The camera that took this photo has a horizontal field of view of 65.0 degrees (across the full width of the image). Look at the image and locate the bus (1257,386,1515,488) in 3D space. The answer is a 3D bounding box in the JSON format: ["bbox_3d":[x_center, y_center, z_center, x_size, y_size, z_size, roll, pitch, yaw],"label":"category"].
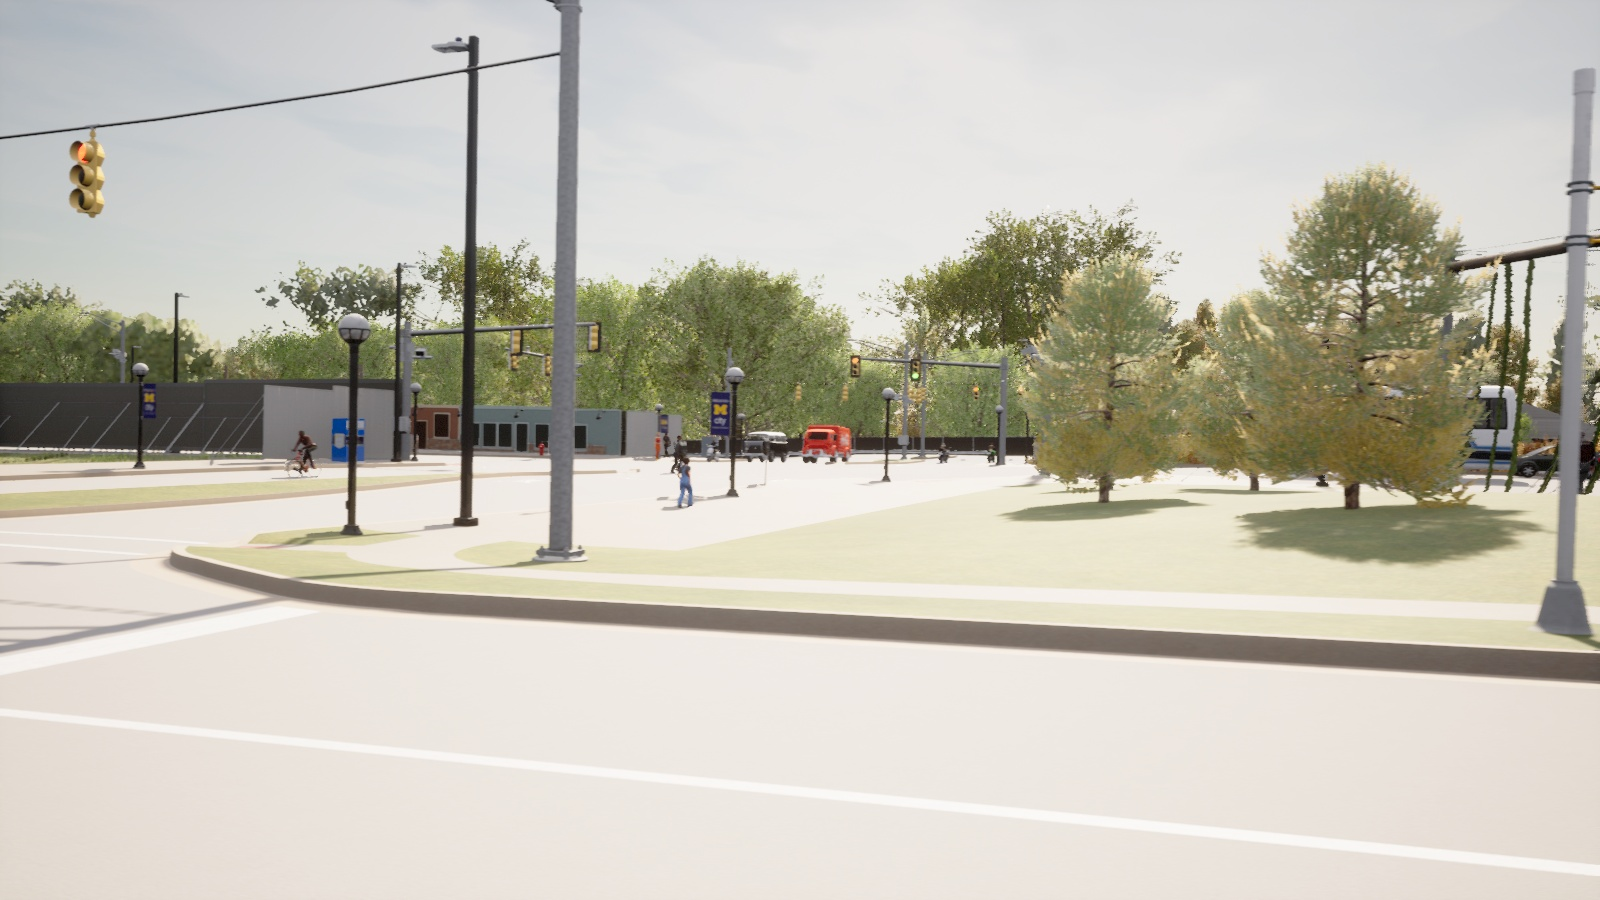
[{"bbox_3d":[26.736,-0.700,58.079,10.273,4.253,3.944,2,2,19],"label":"bus"}]

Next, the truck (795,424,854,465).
[{"bbox_3d":[1.656,-0.329,82.065,2.627,2.467,5.204,2,-1,15],"label":"truck"}]

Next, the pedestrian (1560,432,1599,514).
[{"bbox_3d":[18.076,0.525,29.083,0.376,1.854,0.720,2,1,-5],"label":"pedestrian"}]

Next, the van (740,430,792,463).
[{"bbox_3d":[-2.192,-0.204,82.434,2.069,2.038,4.480,1,-1,18],"label":"van"}]

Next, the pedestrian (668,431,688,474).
[{"bbox_3d":[-5.564,0.115,57.292,0.788,1.949,0.423,2,2,22],"label":"pedestrian"}]

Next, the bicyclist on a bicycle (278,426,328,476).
[{"bbox_3d":[-16.680,0.031,42.163,0.582,1.620,1.656,2,1,19],"label":"bicyclist on a bicycle"}]

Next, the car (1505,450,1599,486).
[{"bbox_3d":[35.427,0.826,58.966,3.705,1.549,1.789,2,1,18],"label":"car"}]

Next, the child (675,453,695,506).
[{"bbox_3d":[-2.748,0.700,30.014,0.270,1.263,0.437,2,2,19],"label":"child"}]
